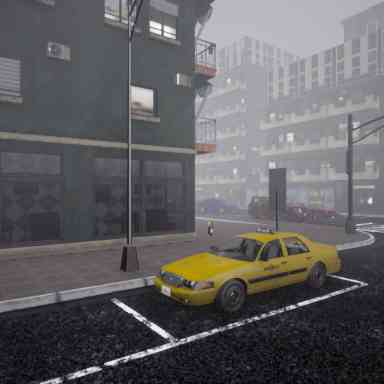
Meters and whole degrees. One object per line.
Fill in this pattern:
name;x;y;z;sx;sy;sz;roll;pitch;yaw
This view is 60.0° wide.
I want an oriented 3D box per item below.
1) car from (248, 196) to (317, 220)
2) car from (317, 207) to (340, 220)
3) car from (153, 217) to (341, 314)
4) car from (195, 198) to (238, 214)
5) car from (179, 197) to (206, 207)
car;6.477;1.264;25.404;2.192;1.841;5.009;0;0;-36
car;9.071;1.552;26.256;1.895;1.301;4.718;0;0;-37
car;1.475;1.525;7.612;4.829;1.417;1.752;0;0;-35
car;2.732;1.396;34.990;1.882;1.535;5.008;0;0;-36
car;-0.024;1.465;48.674;1.802;1.307;4.206;0;0;-36
